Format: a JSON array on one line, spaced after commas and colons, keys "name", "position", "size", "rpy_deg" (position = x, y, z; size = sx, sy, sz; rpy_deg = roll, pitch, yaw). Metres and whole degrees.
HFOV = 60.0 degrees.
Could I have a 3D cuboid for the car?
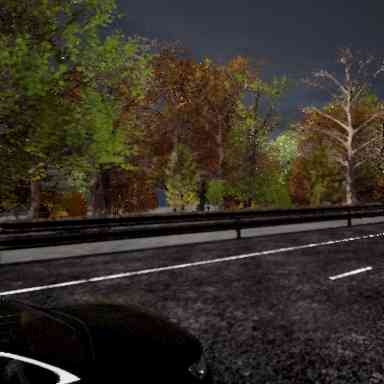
[{"name": "car", "position": [-2.060, 1.506, 2.289], "size": [4.892, 1.490, 1.837], "rpy_deg": [0, 0, -36]}]
